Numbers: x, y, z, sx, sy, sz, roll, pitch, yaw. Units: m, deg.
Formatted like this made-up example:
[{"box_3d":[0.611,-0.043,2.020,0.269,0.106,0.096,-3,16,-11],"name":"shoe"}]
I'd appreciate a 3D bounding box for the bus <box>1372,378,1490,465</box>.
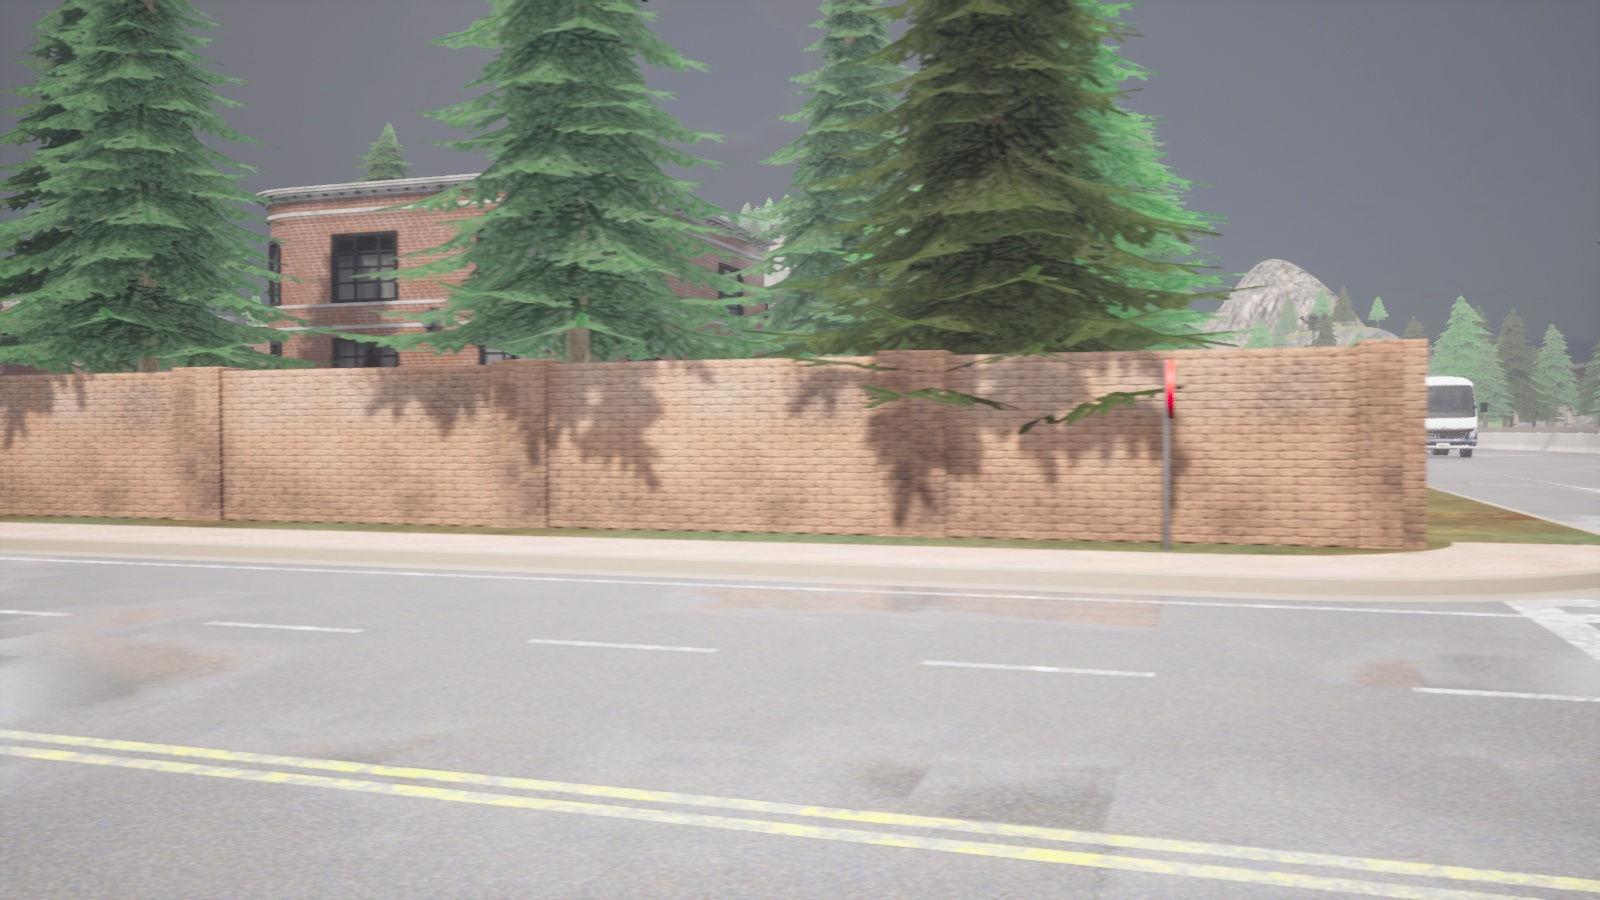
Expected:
[{"box_3d":[33.442,-1.509,67.108,3.944,4.253,10.273,1,1,17],"name":"bus"}]
